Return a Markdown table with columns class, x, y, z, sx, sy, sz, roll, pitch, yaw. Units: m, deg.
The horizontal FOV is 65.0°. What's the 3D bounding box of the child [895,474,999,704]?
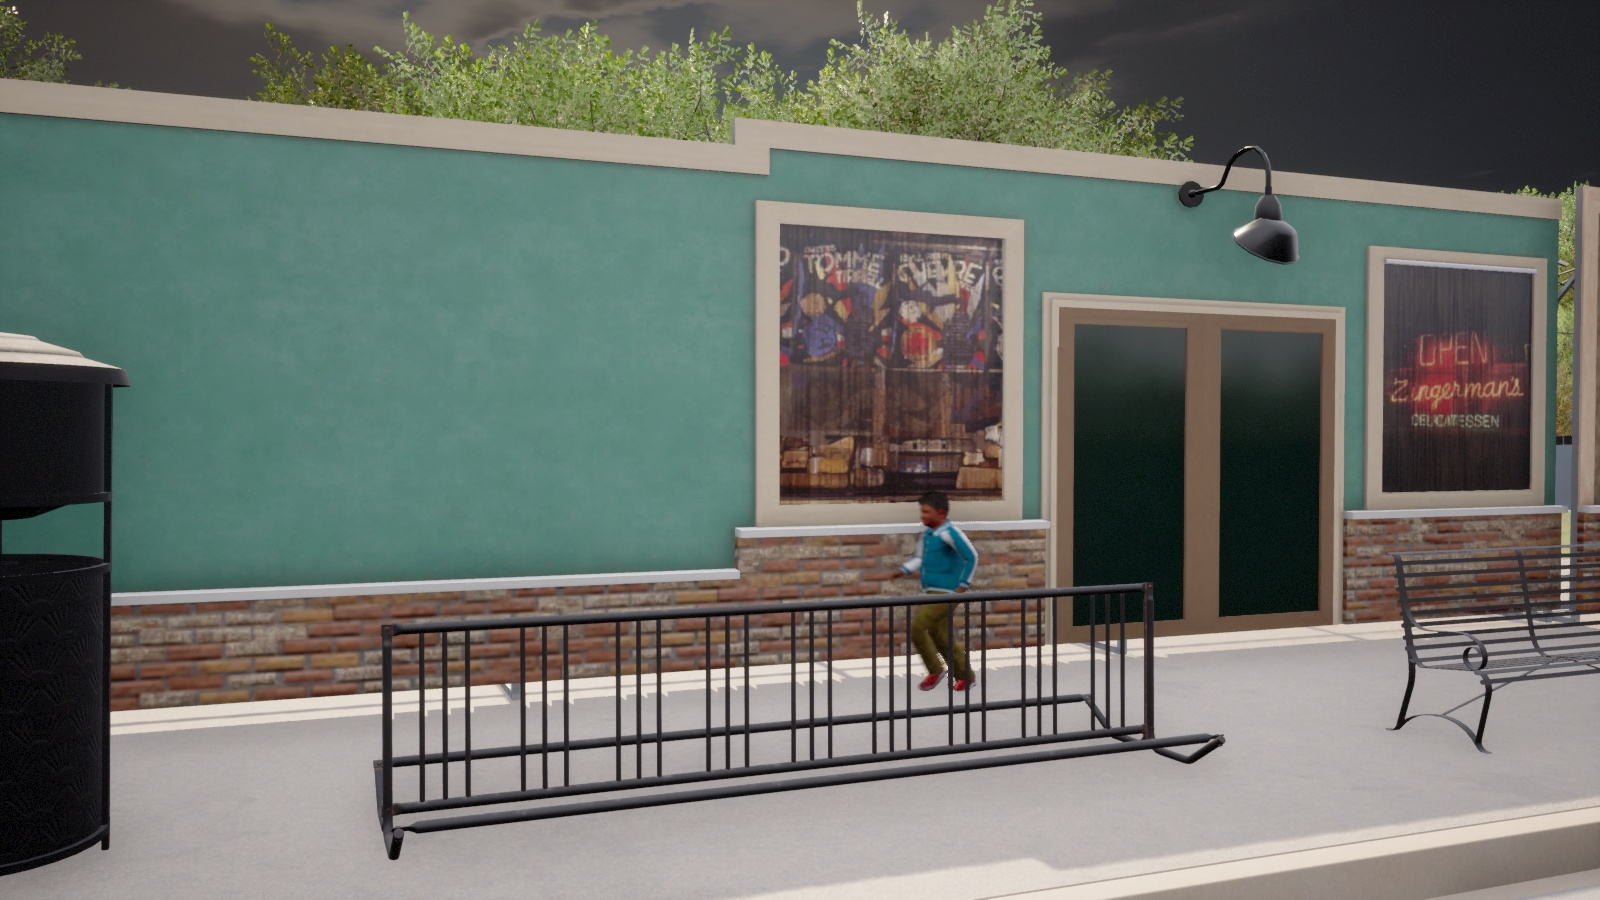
| class | x | y | z | sx | sy | sz | roll | pitch | yaw |
| --- | --- | --- | --- | --- | --- | --- | --- | --- | --- |
| child | 0.798 | 0.735 | 6.828 | 0.448 | 1.192 | 0.343 | -1 | 1 | -20 |
